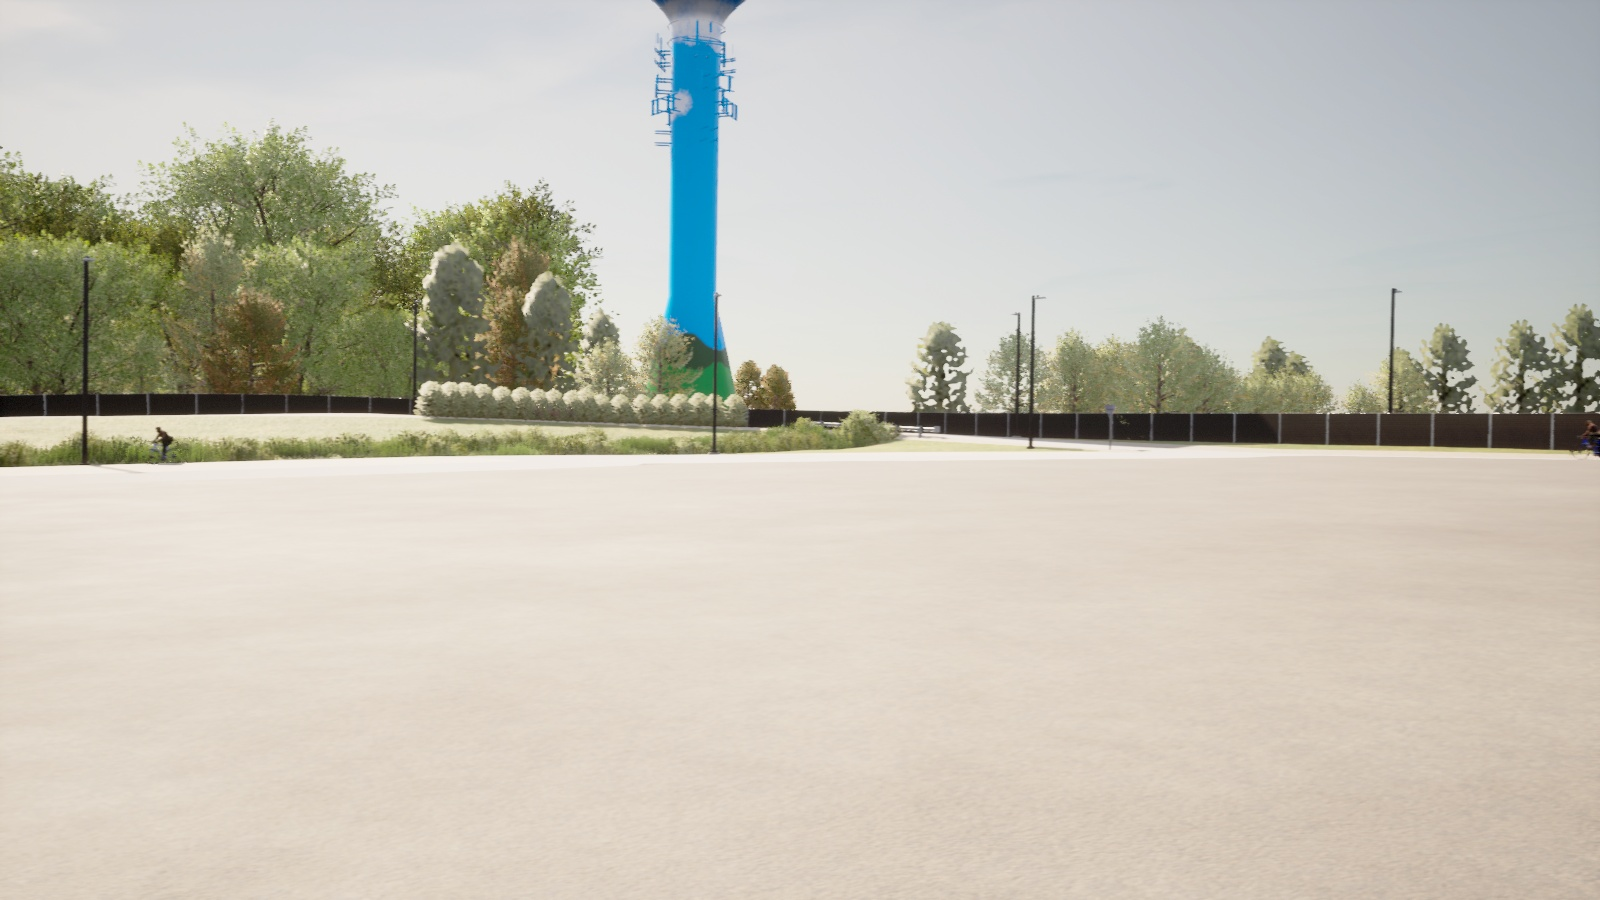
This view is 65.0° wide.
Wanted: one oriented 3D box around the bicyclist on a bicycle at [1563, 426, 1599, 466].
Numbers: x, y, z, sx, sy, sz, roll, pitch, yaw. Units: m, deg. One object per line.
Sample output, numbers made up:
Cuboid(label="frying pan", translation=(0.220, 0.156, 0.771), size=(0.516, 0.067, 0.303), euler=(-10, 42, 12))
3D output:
Cuboid(label="bicyclist on a bicycle", translation=(32.217, -0.153, 51.336), size=(0.582, 1.620, 1.656), euler=(0, 0, -32))

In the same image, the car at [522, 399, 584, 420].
Cuboid(label="car", translation=(-18.558, -3.010, 94.254), size=(4.181, 1.385, 1.994), euler=(2, 1, -23))

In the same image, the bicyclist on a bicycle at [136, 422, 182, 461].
Cuboid(label="bicyclist on a bicycle", translation=(-27.223, -0.382, 53.330), size=(0.582, 1.620, 1.656), euler=(3, 3, 34))
